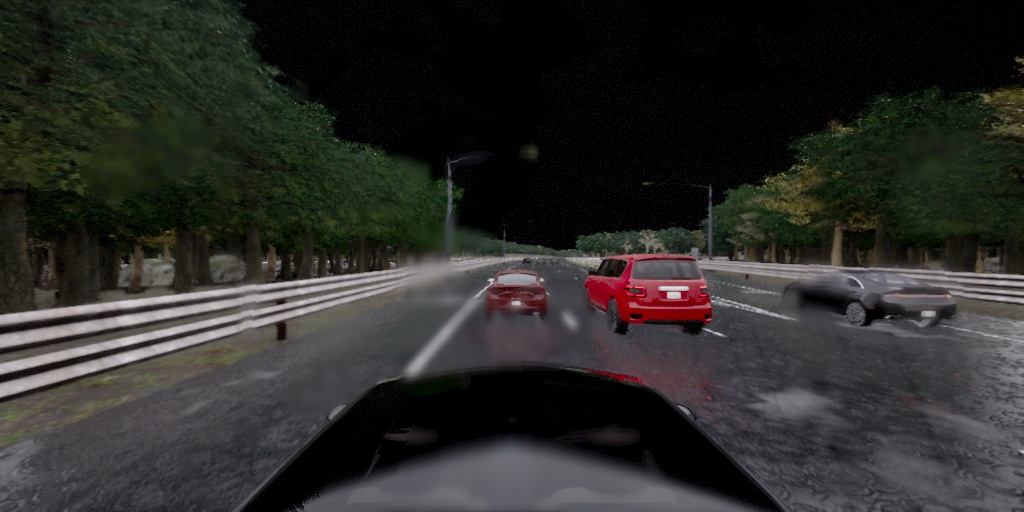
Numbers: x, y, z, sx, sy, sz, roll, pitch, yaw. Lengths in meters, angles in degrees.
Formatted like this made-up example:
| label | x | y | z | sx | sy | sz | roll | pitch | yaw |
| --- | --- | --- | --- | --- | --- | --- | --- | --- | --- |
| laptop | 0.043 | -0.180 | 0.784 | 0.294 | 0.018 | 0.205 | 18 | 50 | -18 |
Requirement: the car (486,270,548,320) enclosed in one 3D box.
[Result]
| label | x | y | z | sx | sy | sz | roll | pitch | yaw |
| --- | --- | --- | --- | --- | --- | --- | --- | --- | --- |
| car | 0.175 | 1.225 | 12.723 | 1.882 | 1.535 | 5.008 | 0 | 0 | 1 |

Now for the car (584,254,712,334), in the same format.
| label | x | y | z | sx | sy | sz | roll | pitch | yaw |
| --- | --- | --- | --- | --- | --- | --- | --- | --- | --- |
| car | 3.653 | 0.971 | 10.718 | 2.150 | 2.045 | 5.566 | 0 | 0 | 0 |

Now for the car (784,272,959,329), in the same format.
| label | x | y | z | sx | sy | sz | roll | pitch | yaw |
| --- | --- | --- | --- | --- | --- | --- | --- | --- | --- |
| car | 10.764 | 1.235 | 11.334 | 2.128 | 1.511 | 4.902 | 0 | 0 | 9 |
